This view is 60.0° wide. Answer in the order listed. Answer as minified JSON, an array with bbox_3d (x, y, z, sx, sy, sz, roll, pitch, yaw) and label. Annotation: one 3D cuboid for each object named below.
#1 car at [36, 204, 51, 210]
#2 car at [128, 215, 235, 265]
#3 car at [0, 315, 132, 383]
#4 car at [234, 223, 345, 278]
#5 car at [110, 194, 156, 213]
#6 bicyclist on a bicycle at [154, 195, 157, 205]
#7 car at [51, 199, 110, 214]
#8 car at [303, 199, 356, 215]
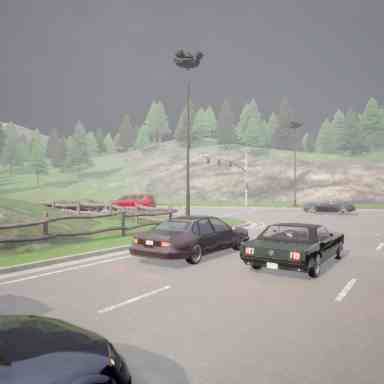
[{"bbox_3d":[-17.374,1.601,42.757,4.718,1.301,1.895,0,0,5],"label":"car"},{"bbox_3d":[0.176,1.547,11.906,2.033,1.411,5.357,0,0,35],"label":"car"},{"bbox_3d":[-2.356,1.564,2.057,1.994,1.385,4.181,0,0,35],"label":"car"},{"bbox_3d":[3.344,1.601,10.326,1.895,1.301,4.718,0,0,35],"label":"car"},{"bbox_3d":[-6.743,1.221,37.203,5.566,2.045,2.150,0,0,15],"label":"car"},{"bbox_3d":[-5.785,1.302,51.925,0.582,1.620,1.656,0,0,14],"label":"bicyclist on a bicycle"},{"bbox_3d":[-11.627,1.491,34.762,4.902,1.511,2.128,0,0,13],"label":"car"},{"bbox_3d":[13.788,1.491,33.526,4.902,1.511,2.128,0,0,24],"label":"car"}]
